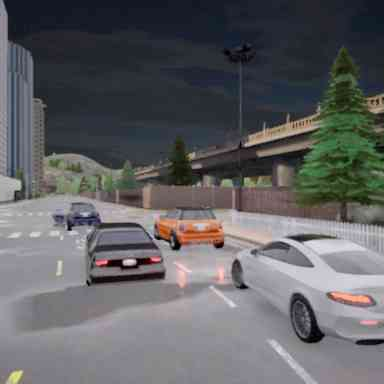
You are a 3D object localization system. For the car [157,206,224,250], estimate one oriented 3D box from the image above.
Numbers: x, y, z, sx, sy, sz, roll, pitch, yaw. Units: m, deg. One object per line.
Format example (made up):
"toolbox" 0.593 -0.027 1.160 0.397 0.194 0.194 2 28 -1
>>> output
"car" -0.290 1.413 14.758 2.097 1.767 4.553 0 0 -18

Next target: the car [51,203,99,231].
"car" -7.827 1.480 22.187 2.097 1.767 4.553 0 0 -36

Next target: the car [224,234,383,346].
"car" 2.256 1.549 6.478 1.812 1.442 4.674 0 0 -12

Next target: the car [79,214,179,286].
"car" -2.128 1.592 9.650 2.033 1.411 5.357 0 0 -18
